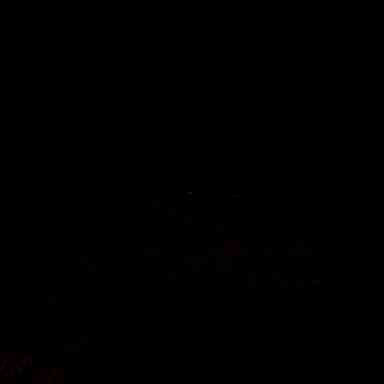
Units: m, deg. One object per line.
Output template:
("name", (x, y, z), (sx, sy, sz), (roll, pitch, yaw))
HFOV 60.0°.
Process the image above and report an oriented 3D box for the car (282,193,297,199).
("car", (24.851, 1.047, 84.917), (1.882, 1.535, 5.008), (1, 0, -15))
